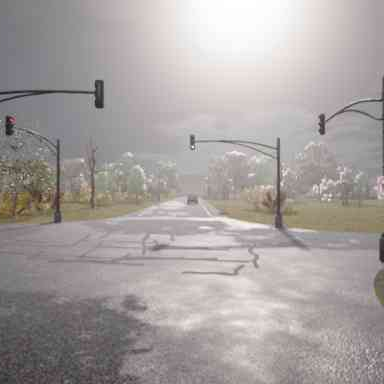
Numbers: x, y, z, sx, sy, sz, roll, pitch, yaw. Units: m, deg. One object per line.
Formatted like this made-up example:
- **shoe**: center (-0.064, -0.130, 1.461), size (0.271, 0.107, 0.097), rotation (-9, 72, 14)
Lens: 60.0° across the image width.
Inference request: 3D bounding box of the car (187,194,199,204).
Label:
- **car**: center (0.123, 1.407, 67.487), size (2.150, 2.045, 5.566), rotation (0, 0, 0)

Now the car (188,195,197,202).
- **car**: center (0.141, 1.535, 77.877), size (1.882, 1.535, 5.008), rotation (0, 0, 0)
